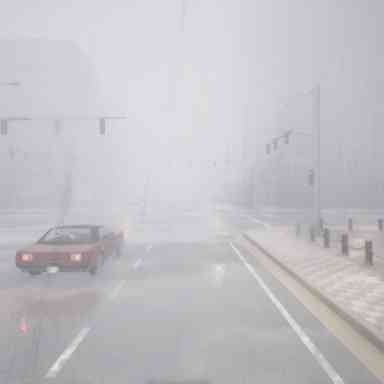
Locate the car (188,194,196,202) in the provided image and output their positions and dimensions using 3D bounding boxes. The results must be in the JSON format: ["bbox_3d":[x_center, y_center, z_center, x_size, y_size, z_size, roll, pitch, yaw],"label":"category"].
[{"bbox_3d":[-0.044,1.616,89.000,2.150,2.045,5.566,0,0,0],"label":"car"}]

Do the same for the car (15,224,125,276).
[{"bbox_3d":[-3.431,1.650,10.452,1.895,1.301,4.718,0,0,0],"label":"car"}]

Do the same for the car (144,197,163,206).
[{"bbox_3d":[-7.053,1.833,61.368,2.033,1.411,5.357,0,0,1],"label":"car"}]

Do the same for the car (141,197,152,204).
[{"bbox_3d":[-10.538,1.857,76.833,1.837,1.490,4.892,0,0,0],"label":"car"}]

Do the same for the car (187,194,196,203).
[{"bbox_3d":[-0.039,1.899,78.898,2.033,1.411,5.357,0,0,0],"label":"car"}]

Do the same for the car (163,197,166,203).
[{"bbox_3d":[-7.038,1.910,76.866,1.994,1.385,4.181,0,0,0],"label":"car"}]

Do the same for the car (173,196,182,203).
[{"bbox_3d":[-3.540,1.863,79.466,1.837,1.490,4.892,0,0,0],"label":"car"}]

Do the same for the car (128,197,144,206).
[{"bbox_3d":[-10.557,1.763,61.340,1.882,1.535,5.008,0,0,0],"label":"car"}]

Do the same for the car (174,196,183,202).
[{"bbox_3d":[-3.544,1.908,88.794,2.128,1.511,4.902,0,0,0],"label":"car"}]
